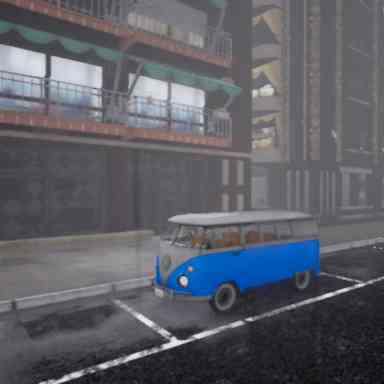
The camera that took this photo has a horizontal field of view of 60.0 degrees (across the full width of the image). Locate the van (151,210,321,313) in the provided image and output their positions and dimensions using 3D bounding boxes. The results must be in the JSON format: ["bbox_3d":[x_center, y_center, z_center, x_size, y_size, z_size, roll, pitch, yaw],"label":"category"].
[{"bbox_3d":[1.110,1.334,7.346,3.998,1.788,1.690,0,0,-36],"label":"van"}]
